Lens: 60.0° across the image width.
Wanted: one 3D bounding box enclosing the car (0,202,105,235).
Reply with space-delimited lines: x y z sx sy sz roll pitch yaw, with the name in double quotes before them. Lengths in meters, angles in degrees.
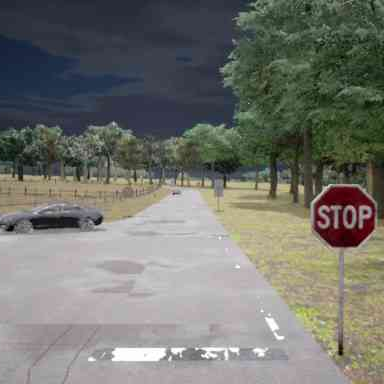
"car" -6.936 1.255 16.862 4.902 1.511 2.128 1 3 -29
